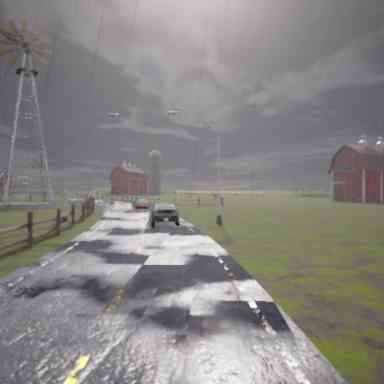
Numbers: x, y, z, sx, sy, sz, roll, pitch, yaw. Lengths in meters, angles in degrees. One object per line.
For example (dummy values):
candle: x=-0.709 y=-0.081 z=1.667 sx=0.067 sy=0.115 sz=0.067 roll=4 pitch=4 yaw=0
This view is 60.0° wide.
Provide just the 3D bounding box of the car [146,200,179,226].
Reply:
car: x=-2.007 y=1.462 z=23.115 sx=1.837 sy=1.490 sz=4.892 roll=0 pitch=0 yaw=-9

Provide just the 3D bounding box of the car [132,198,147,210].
car: x=-6.321 y=1.453 z=41.469 sx=1.994 sy=1.385 sz=4.181 roll=0 pitch=0 yaw=-16
